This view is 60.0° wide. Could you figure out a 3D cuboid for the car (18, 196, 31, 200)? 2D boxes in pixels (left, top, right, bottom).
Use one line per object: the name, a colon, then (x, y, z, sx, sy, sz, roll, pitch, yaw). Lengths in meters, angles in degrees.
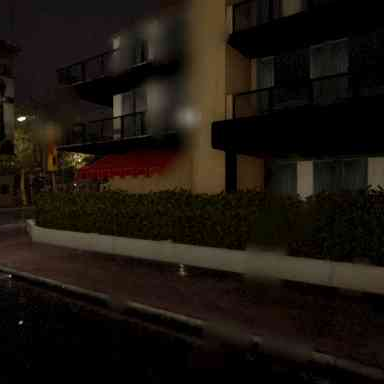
car: (-35.664, 1.478, 67.686, 4.892, 1.521, 2.231, 0, 0, 36)
